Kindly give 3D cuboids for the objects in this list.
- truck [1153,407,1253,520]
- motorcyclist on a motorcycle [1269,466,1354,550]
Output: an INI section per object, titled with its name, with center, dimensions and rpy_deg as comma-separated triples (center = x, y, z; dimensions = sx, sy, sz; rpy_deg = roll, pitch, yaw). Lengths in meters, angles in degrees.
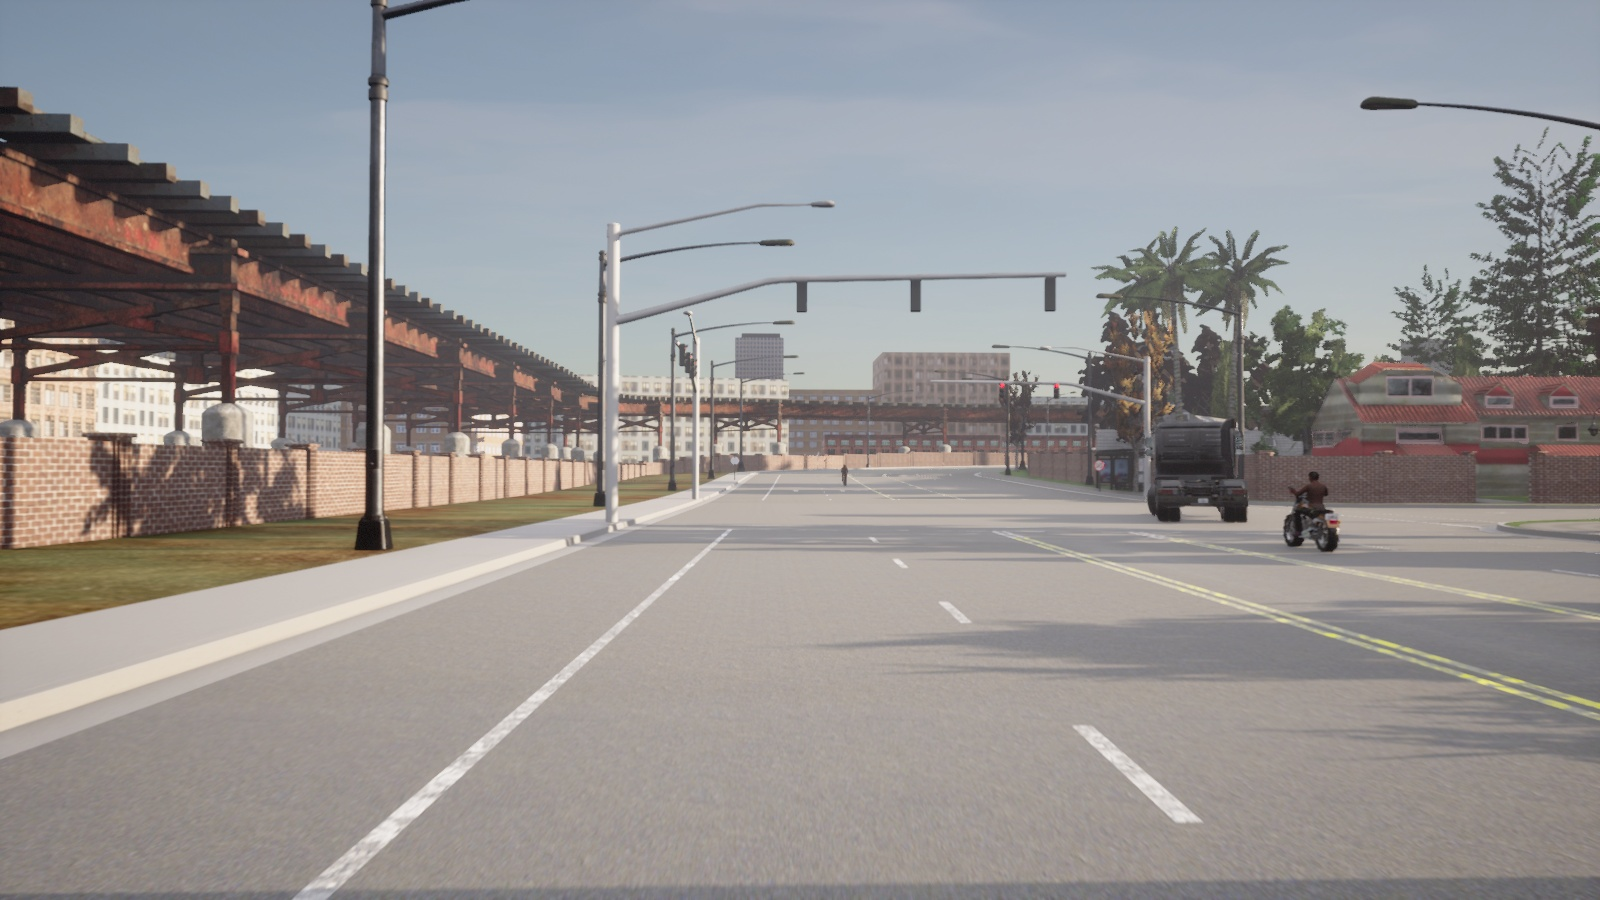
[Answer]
[truck]
center = 13.552, 0.488, 42.746
dimensions = 2.891, 3.462, 7.936
rpy_deg = -1, -1, 16
[motorcyclist on a motorcycle]
center = 10.442, 1.154, 25.734
dimensions = 0.766, 1.649, 2.350
rpy_deg = 0, -1, 0
